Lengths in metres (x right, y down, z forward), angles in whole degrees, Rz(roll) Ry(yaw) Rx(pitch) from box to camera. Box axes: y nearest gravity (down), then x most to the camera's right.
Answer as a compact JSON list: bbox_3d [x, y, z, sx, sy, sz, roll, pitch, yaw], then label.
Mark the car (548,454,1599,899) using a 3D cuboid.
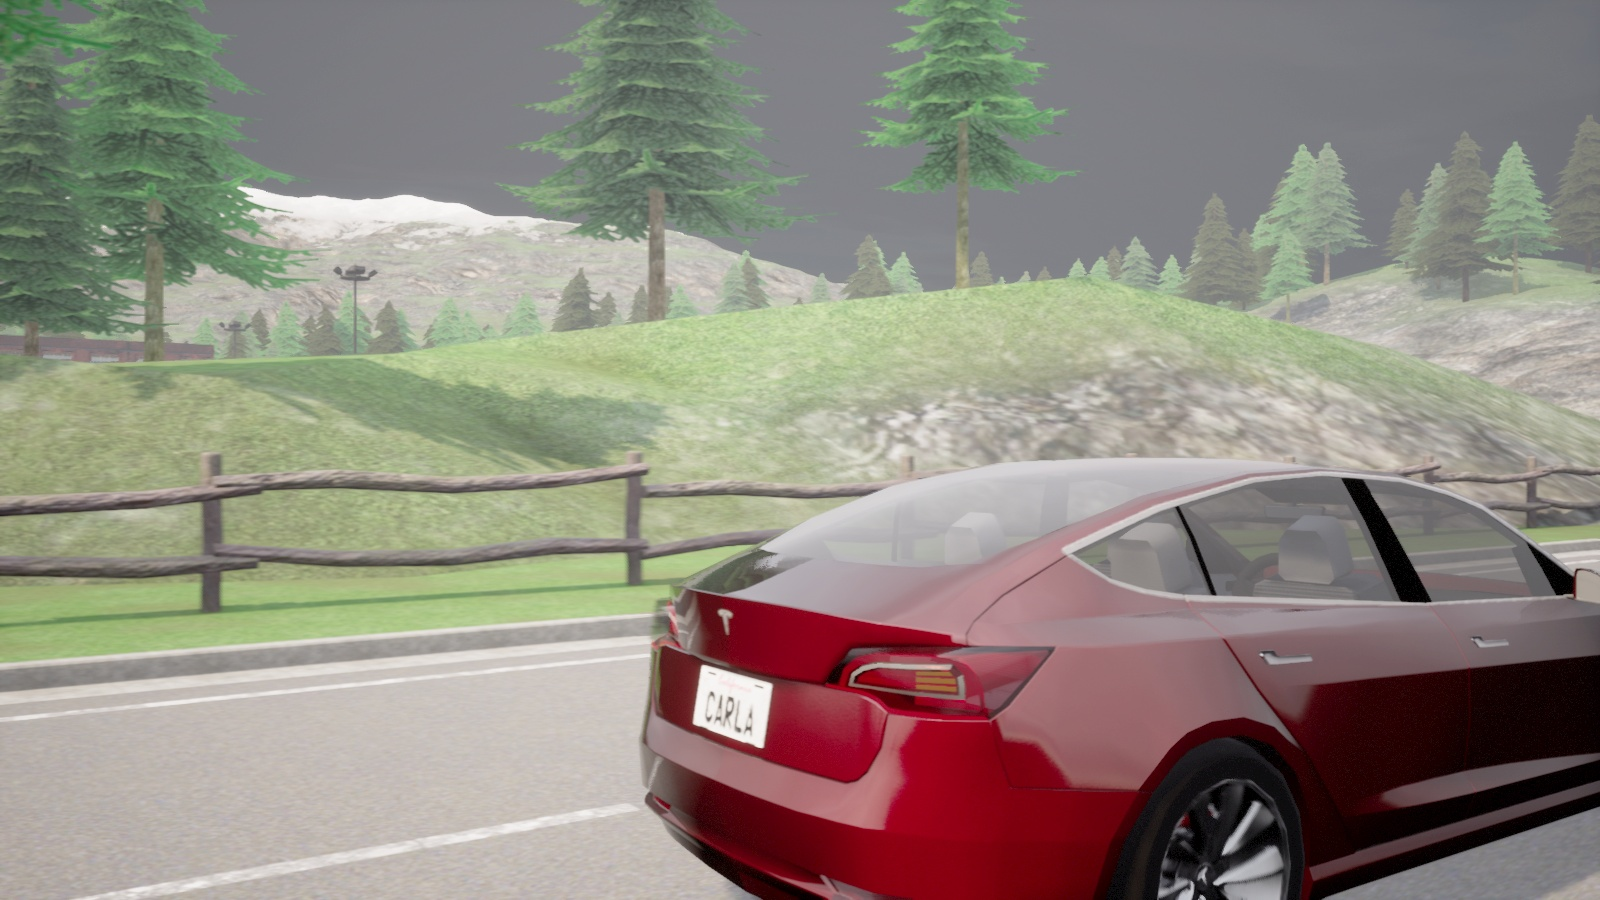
[{"bbox_3d":[1.709,0.759,4.848,4.792,1.488,2.163,0,0,-35],"label":"car"}]
